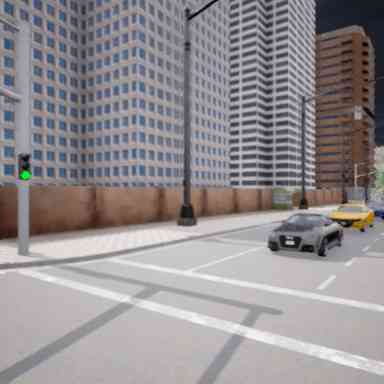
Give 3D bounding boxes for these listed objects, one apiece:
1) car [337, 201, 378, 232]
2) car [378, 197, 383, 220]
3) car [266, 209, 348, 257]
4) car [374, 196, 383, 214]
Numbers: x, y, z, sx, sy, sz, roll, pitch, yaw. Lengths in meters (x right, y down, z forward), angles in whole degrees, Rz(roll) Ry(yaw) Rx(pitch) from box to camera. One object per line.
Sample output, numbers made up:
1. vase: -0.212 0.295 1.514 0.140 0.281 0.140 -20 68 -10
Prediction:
1. car: 9.805 1.477 20.359 1.882 1.535 5.008 0 0 36
2. car: 15.422 1.476 28.069 1.882 1.535 5.008 0 0 36
3. car: 4.531 1.563 13.080 1.994 1.385 4.181 0 0 36
4. car: 21.319 1.351 36.124 2.097 1.767 4.553 0 0 36
